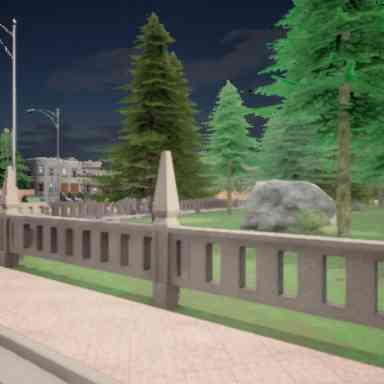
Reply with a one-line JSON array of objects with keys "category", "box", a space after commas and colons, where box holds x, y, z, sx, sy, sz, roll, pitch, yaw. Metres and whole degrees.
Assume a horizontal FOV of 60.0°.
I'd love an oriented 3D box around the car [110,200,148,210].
[{"category": "car", "box": [-7.692, 1.243, 43.802, 2.150, 2.045, 5.566, 0, 0, 36]}]
